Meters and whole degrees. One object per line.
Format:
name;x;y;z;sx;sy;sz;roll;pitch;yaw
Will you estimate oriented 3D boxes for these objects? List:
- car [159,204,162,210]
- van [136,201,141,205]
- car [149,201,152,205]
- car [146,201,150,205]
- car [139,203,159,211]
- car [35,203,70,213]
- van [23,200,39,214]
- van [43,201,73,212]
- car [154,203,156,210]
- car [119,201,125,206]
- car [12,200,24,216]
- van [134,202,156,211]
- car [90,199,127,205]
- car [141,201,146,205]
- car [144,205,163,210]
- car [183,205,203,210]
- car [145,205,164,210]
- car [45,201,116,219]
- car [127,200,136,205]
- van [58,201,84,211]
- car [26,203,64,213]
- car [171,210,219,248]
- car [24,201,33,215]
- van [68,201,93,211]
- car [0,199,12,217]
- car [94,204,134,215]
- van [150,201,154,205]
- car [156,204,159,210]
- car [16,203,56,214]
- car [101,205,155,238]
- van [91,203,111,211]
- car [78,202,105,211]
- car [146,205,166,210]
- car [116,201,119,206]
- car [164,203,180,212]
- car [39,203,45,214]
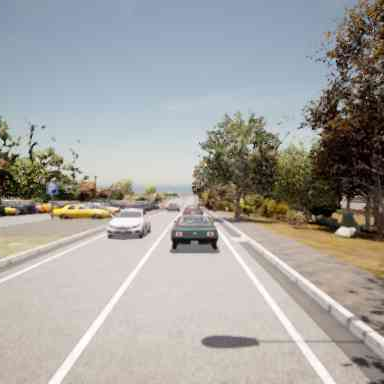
car;-10.297;3.599;77.747;5.008;1.535;2.097;0;-3;0
van;-10.436;2.243;50.037;4.442;1.987;1.878;0;-2;0
car;-10.315;2.902;61.126;4.674;1.452;2.002;0;-2;0
car;-10.285;2.793;58.350;4.792;1.488;2.163;0;-2;0
car;-10.269;3.617;80.527;4.553;1.767;2.185;0;-3;0
car;-23.390;2.672;55.767;4.892;1.521;2.231;0;-2;0
van;-23.520;2.053;44.701;4.442;1.987;1.878;0;-2;0
van;-23.511;2.544;58.543;4.442;1.987;1.878;0;-2;0
car;-10.339;3.088;66.681;4.792;1.488;2.163;0;-2;0
car;-10.335;1.987;36.161;5.008;1.535;2.097;0;-2;0
car;-23.221;2.081;39.158;5.366;1.575;1.946;0;-2;0
van;-10.189;3.088;72.214;4.442;1.987;1.878;0;-3;0
car;-10.358;1.952;38.940;4.553;1.767;2.185;0;-2;0
car;-10.323;2.567;52.804;5.008;1.535;2.097;0;-2;0
car;-10.289;4.172;88.837;4.892;1.521;2.231;0;-3;0
car;0.103;1.984;32.456;1.994;1.385;4.181;0;-2;0
car;-10.300;4.315;91.610;4.892;1.521;2.231;0;-3;0
car;-10.147;1.827;30.622;5.366;1.575;1.946;0;-2;0
car;-10.297;1.922;41.715;5.566;2.045;2.435;0;-2;0
van;-23.274;2.740;64.079;4.442;1.987;1.878;0;-2;0
car;-23.393;2.573;52.999;5.008;1.535;2.097;0;-2;0
car;0.102;1.689;15.079;1.895;1.301;4.718;0;-1;0
car;-23.398;2.182;41.924;4.892;1.521;2.231;0;-2;0
van;-23.271;2.946;69.467;4.442;1.987;1.878;0;-2;0
car;-23.436;1.741;36.399;5.566;2.045;2.435;0;-2;0
car;-10.353;2.301;44.480;4.792;1.488;2.163;0;-2;0
van;-10.194;2.734;63.909;4.442;1.987;1.878;0;-2;0
car;-10.336;2.920;69.443;5.566;2.045;2.435;0;-3;0
car;-23.394;2.470;50.105;5.008;1.535;2.097;0;-2;0
car;-3.358;1.661;18.467;1.812;1.442;4.674;0;-1;0
van;-23.493;3.802;86.074;4.442;1.987;1.878;0;-3;0
car;-23.354;3.349;77.776;5.566;2.045;2.435;0;-3;0
car;-10.106;4.454;94.382;5.366;1.575;1.946;0;-3;0
car;-10.336;1.905;33.390;4.892;1.521;2.231;0;-2;0
car;-3.291;2.671;59.074;2.097;1.767;4.553;0;-2;1
car;-23.370;2.251;47.465;4.553;1.767;2.185;0;-2;0
